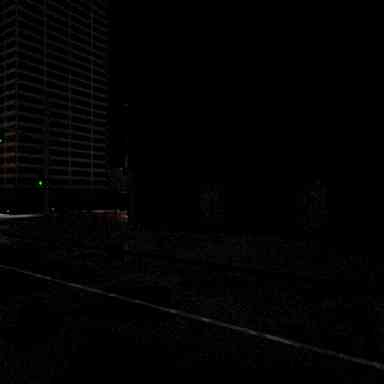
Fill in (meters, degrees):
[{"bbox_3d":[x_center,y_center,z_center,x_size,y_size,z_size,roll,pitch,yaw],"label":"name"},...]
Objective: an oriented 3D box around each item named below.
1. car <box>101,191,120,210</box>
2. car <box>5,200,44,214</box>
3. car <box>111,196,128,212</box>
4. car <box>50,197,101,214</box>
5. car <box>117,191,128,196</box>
[{"bbox_3d":[-10.946,1.221,44.578,2.150,2.045,5.566,0,0,35],"label":"car"},{"bbox_3d":[-17.074,1.547,35.855,2.033,1.411,5.357,0,0,35],"label":"car"},{"bbox_3d":[-6.454,1.491,38.461,2.128,1.511,4.902,0,0,35],"label":"car"},{"bbox_3d":[-12.762,1.491,35.904,2.128,1.511,4.902,0,0,35],"label":"car"},{"bbox_3d":[-6.798,1.221,44.384,2.150,2.045,5.566,0,0,36],"label":"car"}]
